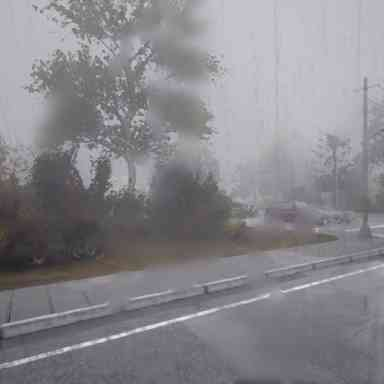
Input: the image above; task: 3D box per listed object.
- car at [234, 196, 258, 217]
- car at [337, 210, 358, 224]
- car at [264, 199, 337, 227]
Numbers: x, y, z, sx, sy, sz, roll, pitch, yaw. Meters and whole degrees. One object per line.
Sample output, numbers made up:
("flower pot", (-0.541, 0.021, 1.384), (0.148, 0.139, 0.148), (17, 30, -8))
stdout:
("car", (3.944, 1.429, 33.373), (2.150, 2.045, 5.566), (0, -1, -41))
("car", (10.182, 1.674, 25.840), (1.895, 1.301, 4.718), (0, -1, -39))
("car", (7.389, 1.425, 23.637), (2.097, 1.767, 4.553), (0, -1, -38))
